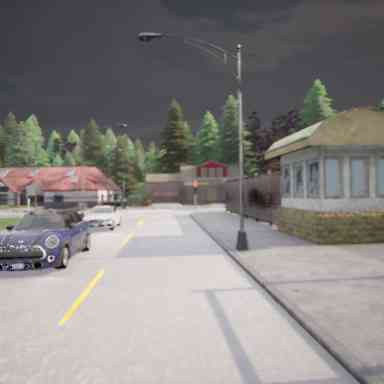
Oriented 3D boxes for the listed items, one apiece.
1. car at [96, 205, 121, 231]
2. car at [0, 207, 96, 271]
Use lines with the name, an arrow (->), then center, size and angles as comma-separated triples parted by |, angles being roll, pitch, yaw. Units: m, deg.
car -> -5.718, 1.615, 21.503 | 1.812, 1.442, 4.674 | -1, 0, -4
car -> -4.921, 1.436, 11.293 | 2.097, 1.767, 4.553 | -1, 0, -5
